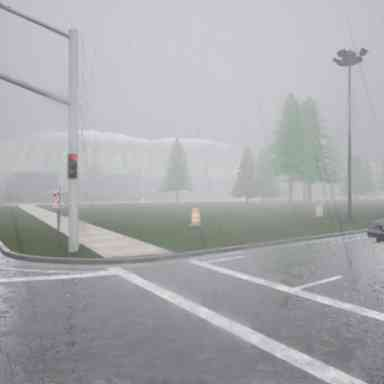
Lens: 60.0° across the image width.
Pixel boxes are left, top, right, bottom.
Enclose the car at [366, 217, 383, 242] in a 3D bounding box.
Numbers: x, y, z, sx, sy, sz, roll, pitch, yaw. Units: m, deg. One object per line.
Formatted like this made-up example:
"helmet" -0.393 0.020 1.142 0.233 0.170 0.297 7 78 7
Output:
"car" 10.124 1.552 15.268 5.357 1.411 2.033 0 0 -35
